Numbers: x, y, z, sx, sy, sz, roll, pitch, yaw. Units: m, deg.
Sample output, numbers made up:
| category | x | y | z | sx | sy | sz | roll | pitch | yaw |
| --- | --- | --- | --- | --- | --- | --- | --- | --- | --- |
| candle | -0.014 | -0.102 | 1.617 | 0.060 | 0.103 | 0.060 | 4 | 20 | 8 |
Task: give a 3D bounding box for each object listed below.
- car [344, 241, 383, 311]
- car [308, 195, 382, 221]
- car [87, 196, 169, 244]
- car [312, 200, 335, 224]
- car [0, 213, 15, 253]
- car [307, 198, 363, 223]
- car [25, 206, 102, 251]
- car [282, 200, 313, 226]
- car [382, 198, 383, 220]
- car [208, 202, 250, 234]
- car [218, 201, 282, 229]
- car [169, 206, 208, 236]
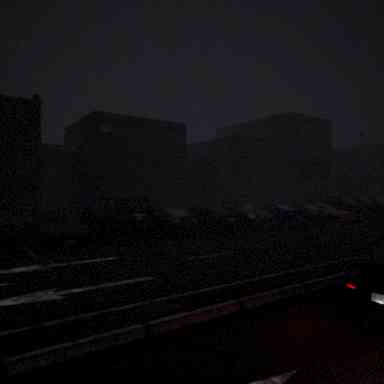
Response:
| category | x | y | z | sx | sy | sz | roll | pitch | yaw |
| --- | --- | --- | --- | --- | --- | --- | --- | --- | --- |
| car | 4.863 | 1.527 | 6.599 | 4.674 | 1.442 | 1.812 | 0 | 0 | -35 |
| car | 11.973 | 1.285 | 27.395 | 2.435 | 2.045 | 5.566 | 1 | 0 | -36 |
| car | -3.749 | 1.229 | 16.208 | 2.435 | 2.045 | 5.566 | 0 | 0 | -36 |
| car | 7.476 | 1.545 | 24.207 | 2.002 | 1.452 | 4.674 | 0 | 0 | -36 |
| car | -8.213 | 1.476 | 12.970 | 2.097 | 1.535 | 5.008 | 0 | 0 | -36 |
| car | 9.825 | 1.513 | 25.664 | 1.946 | 1.575 | 5.366 | 0 | 0 | -36 |
| car | -5.959 | 1.507 | 14.555 | 2.163 | 1.488 | 4.792 | 0 | 0 | -36 |
| car | 5.238 | 1.496 | 22.601 | 2.097 | 1.535 | 5.008 | 0 | 0 | -36 |
| car | 14.215 | 1.308 | 29.000 | 2.435 | 2.045 | 5.566 | 1 | 0 | -36 |
| car | 0.734 | 1.517 | 19.419 | 2.163 | 1.488 | 4.792 | 0 | 0 | -36 |
| car | 2.975 | 1.366 | 21.026 | 2.185 | 1.767 | 4.553 | 0 | 0 | -36 |
| car | -1.489 | 1.523 | 17.788 | 2.002 | 1.452 | 4.674 | 0 | 0 | -36 |
